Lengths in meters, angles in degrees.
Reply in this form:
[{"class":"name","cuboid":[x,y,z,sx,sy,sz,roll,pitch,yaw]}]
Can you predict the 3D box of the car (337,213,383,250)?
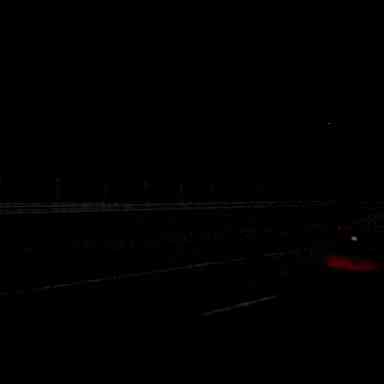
[{"class":"car","cuboid":[8.125,1.615,13.950,5.008,1.535,1.882,0,0,-35]}]
